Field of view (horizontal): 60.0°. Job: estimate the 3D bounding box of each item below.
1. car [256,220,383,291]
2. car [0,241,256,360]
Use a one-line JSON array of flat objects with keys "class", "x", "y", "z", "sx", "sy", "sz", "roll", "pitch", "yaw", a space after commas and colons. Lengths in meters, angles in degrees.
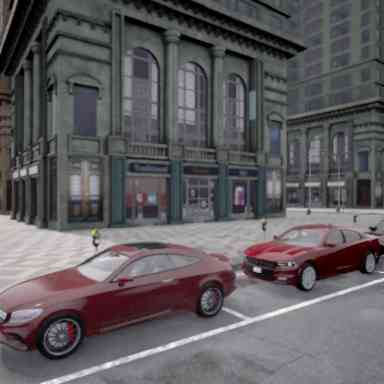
[{"class": "car", "x": 3.349, "y": 1.571, "z": 9.040, "sx": 4.507, "sy": 1.381, "sz": 1.887, "roll": 0, "pitch": 0, "yaw": -35}, {"class": "car", "x": -1.058, "y": 1.590, "z": 5.896, "sx": 4.206, "sy": 1.307, "sz": 1.802, "roll": 0, "pitch": 0, "yaw": -35}]
